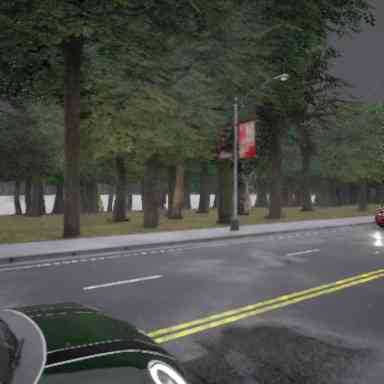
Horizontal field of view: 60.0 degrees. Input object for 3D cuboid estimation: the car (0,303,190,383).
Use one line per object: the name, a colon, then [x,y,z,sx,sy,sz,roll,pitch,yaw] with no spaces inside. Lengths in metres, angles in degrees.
car: [-2.133,1.351,1.924,4.553,1.767,2.097,0,0,-35]

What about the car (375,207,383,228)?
car: [14.306,1.310,21.926,5.566,2.045,2.150,0,0,-36]
